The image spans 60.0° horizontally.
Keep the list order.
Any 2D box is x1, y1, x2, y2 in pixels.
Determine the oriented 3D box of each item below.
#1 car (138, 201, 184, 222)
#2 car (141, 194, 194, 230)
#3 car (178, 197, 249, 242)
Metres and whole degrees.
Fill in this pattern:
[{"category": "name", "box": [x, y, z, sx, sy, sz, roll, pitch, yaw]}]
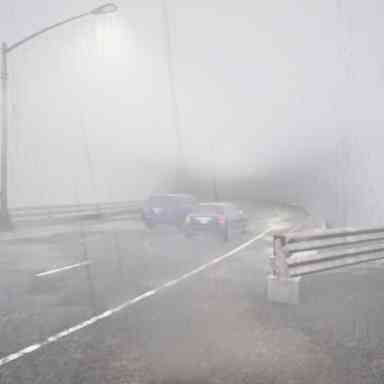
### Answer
[{"category": "car", "box": [-2.350, 1.461, 26.291, 1.994, 1.385, 4.181, 0, 0, 20]}, {"category": "car", "box": [-0.807, 1.144, 20.155, 2.150, 2.045, 5.566, 0, 0, 22]}, {"category": "car", "box": [1.353, 1.294, 16.395, 2.097, 1.767, 4.553, 0, 0, 23]}]
